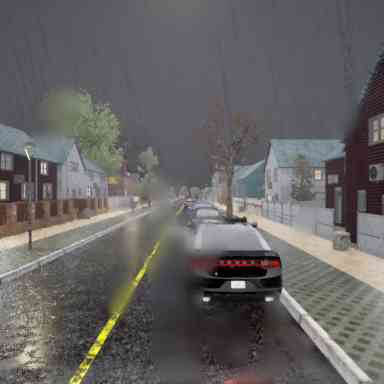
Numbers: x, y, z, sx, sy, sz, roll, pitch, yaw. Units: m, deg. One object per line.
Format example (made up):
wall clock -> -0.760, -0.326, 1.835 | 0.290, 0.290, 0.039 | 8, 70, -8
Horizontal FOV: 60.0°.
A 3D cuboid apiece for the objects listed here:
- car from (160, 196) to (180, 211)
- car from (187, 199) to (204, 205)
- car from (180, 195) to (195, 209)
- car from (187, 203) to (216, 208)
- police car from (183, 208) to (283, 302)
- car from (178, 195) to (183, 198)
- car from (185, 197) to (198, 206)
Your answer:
car -> -2.940, 1.618, 42.910 | 1.812, 1.442, 4.674 | 0, 0, 0
car -> 0.774, 1.500, 24.324 | 1.882, 1.535, 5.008 | 0, 0, 0
car -> -0.074, 1.595, 44.909 | 2.128, 1.511, 4.902 | 0, 0, 1
car -> 0.786, 1.536, 18.323 | 1.812, 1.442, 4.674 | 0, 0, 0
police car -> 0.807, 1.426, 8.432 | 1.930, 1.638, 5.238 | 0, 0, 0
car -> -2.952, 1.756, 95.408 | 2.150, 2.045, 5.566 | 0, -1, 0
car -> -0.123, 1.679, 58.096 | 2.128, 1.511, 4.902 | 0, 0, 0
